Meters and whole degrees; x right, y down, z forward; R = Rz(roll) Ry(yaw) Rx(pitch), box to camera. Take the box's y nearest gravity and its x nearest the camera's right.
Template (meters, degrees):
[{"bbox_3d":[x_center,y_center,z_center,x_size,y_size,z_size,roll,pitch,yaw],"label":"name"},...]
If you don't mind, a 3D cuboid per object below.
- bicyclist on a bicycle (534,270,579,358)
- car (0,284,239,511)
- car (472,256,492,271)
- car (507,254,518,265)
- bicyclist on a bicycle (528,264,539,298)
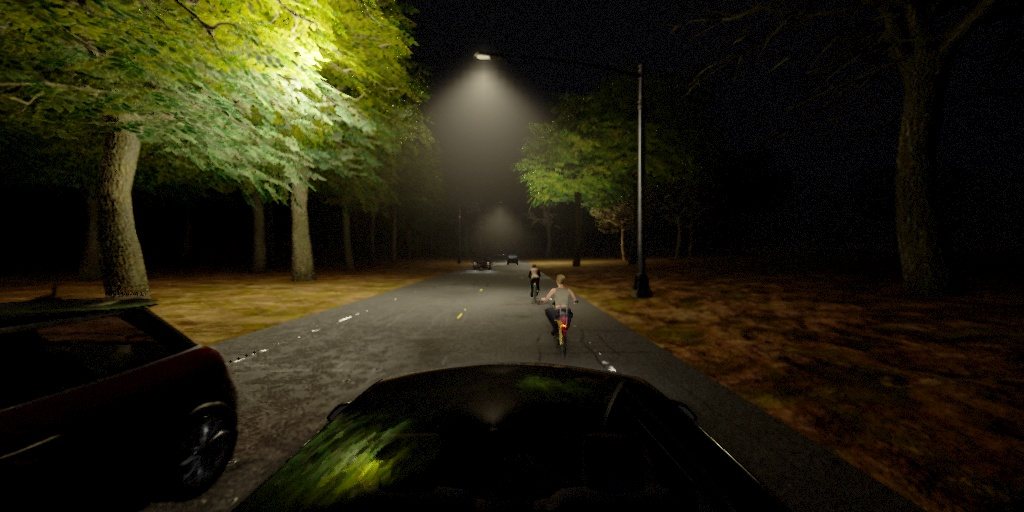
[{"bbox_3d":[1.004,1.186,7.482,0.866,1.612,1.509,0,0,0],"label":"bicyclist on a bicycle"},{"bbox_3d":[-3.599,1.102,1.398,2.097,1.767,4.553,0,0,0],"label":"car"},{"bbox_3d":[-3.587,0.856,43.734,2.097,1.767,4.553,0,1,0],"label":"car"},{"bbox_3d":[0.114,0.664,61.399,2.128,1.511,4.902,0,1,0],"label":"car"},{"bbox_3d":[0.968,1.168,15.267,0.582,1.620,1.656,0,0,0],"label":"bicyclist on a bicycle"}]
